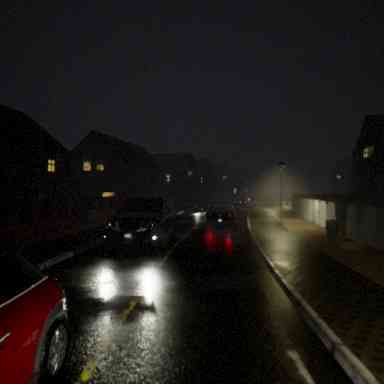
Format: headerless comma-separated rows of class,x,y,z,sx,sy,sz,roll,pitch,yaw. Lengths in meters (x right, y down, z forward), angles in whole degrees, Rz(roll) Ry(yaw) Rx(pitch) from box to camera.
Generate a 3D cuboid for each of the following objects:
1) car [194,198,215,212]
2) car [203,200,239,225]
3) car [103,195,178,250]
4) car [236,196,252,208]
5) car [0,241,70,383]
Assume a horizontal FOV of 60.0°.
car,1.624,1.327,35.774,2.033,1.411,5.357,0,0,14
car,2.135,1.486,23.346,1.895,1.301,4.718,0,0,9
car,-1.974,1.170,14.441,2.150,2.045,5.566,0,0,6
car,6.607,1.275,42.858,2.033,1.411,5.357,0,0,17
car,-2.673,1.344,2.383,2.097,1.767,4.553,0,0,2
